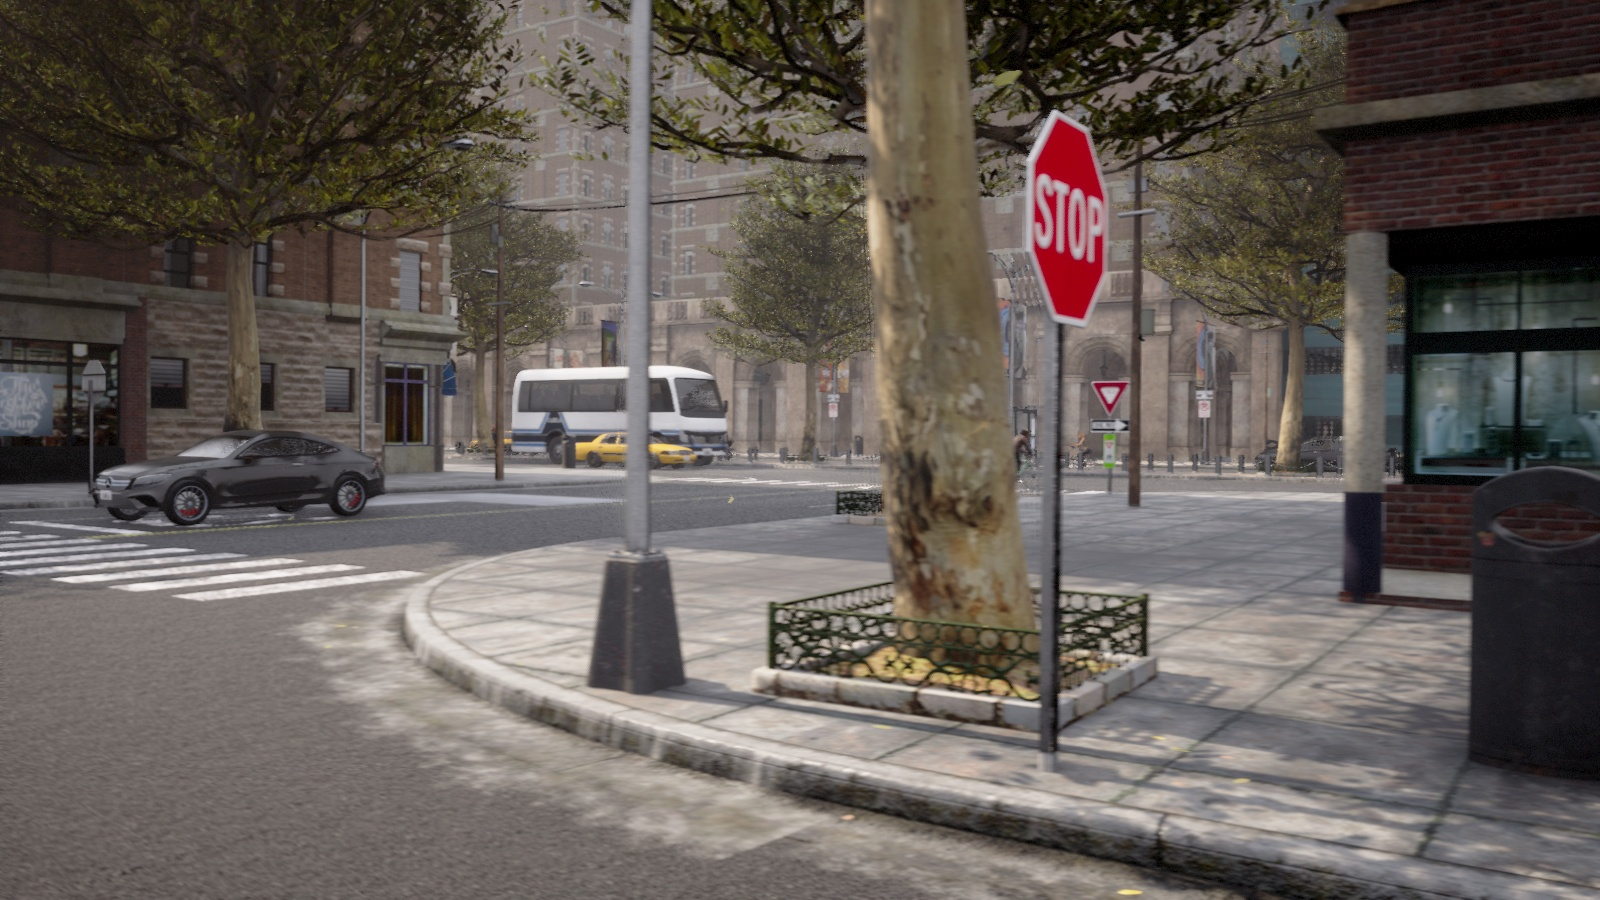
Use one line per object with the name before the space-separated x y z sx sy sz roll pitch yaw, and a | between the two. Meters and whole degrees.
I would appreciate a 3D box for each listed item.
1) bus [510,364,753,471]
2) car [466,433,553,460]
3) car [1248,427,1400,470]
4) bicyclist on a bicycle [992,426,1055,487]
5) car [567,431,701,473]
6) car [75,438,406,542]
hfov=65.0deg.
bus | -7.386 -1.323 54.152 10.273 4.253 3.944 0 1 34
car | -17.267 -0.200 74.581 5.366 1.575 1.801 0 1 34
car | 19.193 -0.068 46.079 4.892 1.490 1.837 0 1 34
bicyclist on a bicycle | 6.103 0.159 34.277 1.656 1.620 0.582 -1 2 -28
car | -6.565 0.050 49.416 5.366 1.575 1.801 0 1 34
car | -8.931 0.556 20.485 1.812 1.442 4.674 0 1 33
